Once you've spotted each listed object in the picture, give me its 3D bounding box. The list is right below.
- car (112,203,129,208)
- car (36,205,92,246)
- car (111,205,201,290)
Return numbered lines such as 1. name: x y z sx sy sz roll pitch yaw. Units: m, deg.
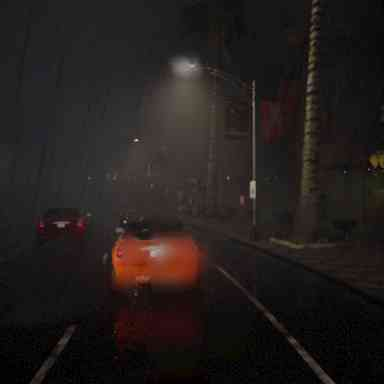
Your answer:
1. car: -6.882 1.798 33.044 1.812 1.442 4.674 0 0 -15
2. car: -6.134 1.487 16.413 2.097 1.767 4.553 0 -1 -13
3. car: -1.134 1.431 9.606 2.097 1.767 4.553 0 0 -9
